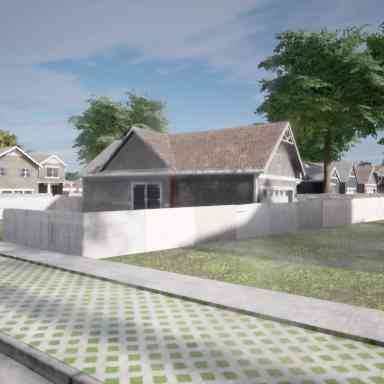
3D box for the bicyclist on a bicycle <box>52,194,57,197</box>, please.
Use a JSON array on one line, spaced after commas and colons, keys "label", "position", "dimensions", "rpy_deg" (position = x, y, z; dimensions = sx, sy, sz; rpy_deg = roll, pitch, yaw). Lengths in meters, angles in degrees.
[{"label": "bicyclist on a bicycle", "position": [-13.035, 1.029, 31.551], "dimensions": [1.656, 1.620, 0.582], "rpy_deg": [0, 1, 34]}]
